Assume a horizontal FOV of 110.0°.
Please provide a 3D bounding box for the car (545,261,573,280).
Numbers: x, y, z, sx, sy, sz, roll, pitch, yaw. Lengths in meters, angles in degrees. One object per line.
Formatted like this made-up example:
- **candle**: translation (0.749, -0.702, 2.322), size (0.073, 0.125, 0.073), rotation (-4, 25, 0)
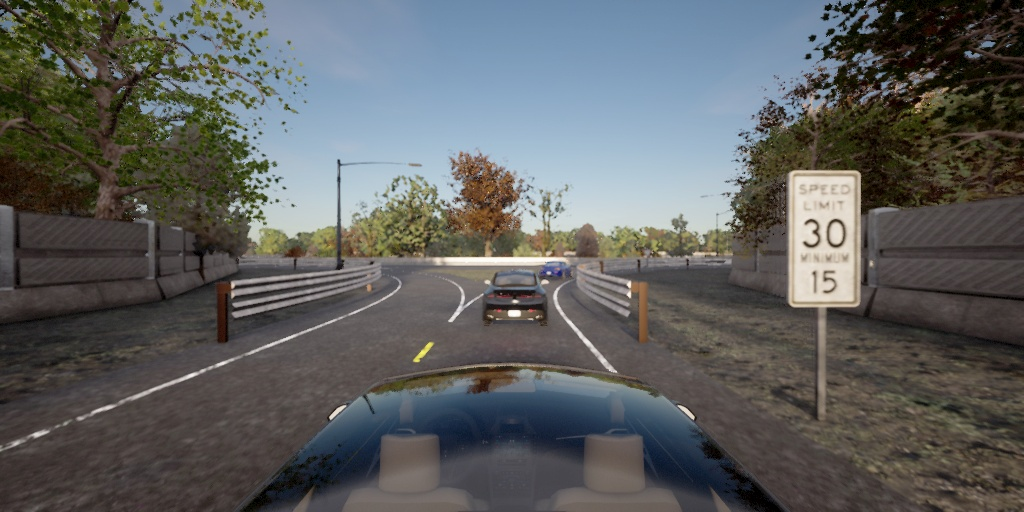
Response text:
- **car**: translation (3.608, 1.090, 28.822), size (1.812, 1.442, 4.674), rotation (0, 0, 22)

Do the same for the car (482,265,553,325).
- **car**: translation (0.136, 1.189, 11.554), size (1.837, 1.490, 4.892), rotation (0, 1, 2)
